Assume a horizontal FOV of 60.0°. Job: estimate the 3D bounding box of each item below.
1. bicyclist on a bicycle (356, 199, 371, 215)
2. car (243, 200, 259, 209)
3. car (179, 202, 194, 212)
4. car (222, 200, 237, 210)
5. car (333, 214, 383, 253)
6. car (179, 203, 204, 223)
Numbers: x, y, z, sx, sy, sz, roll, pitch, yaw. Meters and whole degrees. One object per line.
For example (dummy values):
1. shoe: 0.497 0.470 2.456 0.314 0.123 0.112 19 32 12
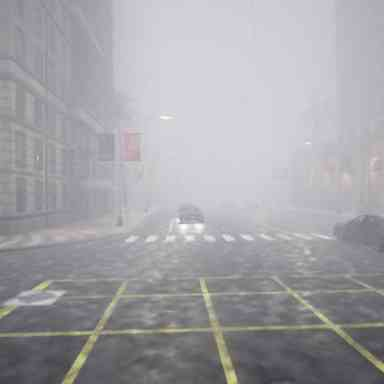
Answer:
1. bicyclist on a bicycle: 17.658 1.531 34.231 1.656 1.620 0.582 -1 -1 -3
2. car: 9.603 2.059 54.035 1.812 1.442 4.674 -1 -1 -2
3. car: -0.841 2.122 47.554 1.994 1.385 4.181 -1 -1 -2
4. car: 6.011 2.056 53.736 2.128 1.511 4.902 -1 -1 -2
5. car: 7.945 1.640 14.147 2.033 1.411 5.357 0 -1 -1
6. car: -0.068 1.900 28.836 1.994 1.385 4.181 -1 -1 -3
